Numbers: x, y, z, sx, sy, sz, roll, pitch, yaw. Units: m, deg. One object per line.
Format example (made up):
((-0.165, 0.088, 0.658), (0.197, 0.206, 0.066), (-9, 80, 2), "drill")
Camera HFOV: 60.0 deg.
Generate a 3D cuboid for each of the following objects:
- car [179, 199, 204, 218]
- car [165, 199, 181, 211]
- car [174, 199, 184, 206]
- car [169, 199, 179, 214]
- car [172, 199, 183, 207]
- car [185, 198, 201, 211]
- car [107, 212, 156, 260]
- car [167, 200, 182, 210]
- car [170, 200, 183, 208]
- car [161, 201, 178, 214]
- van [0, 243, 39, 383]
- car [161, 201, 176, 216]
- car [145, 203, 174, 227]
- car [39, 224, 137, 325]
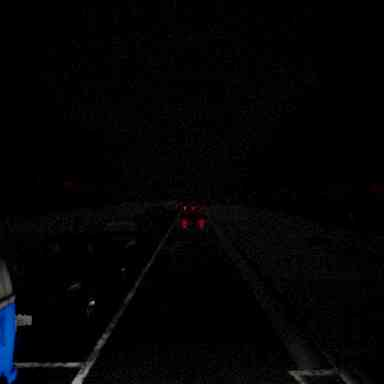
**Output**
((0.100, 1.584, 33.544), (2.097, 1.767, 4.553), (0, -1, 0), "car")
((-2.632, 1.798, 46.099), (1.967, 1.590, 4.097), (1, -1, 0), "car")
((-2.637, 2.176, 68.259), (2.008, 1.369, 4.403), (1, -1, 0), "car")
((-2.629, 1.686, 35.021), (1.967, 1.590, 4.097), (1, -1, 0), "car")
((-2.636, 2.102, 62.718), (1.887, 1.381, 4.507), (1, -1, 0), "car")
((0.096, 1.716, 46.788), (2.097, 1.767, 4.553), (0, -1, 0), "car")
((-2.626, 1.672, 12.864), (1.802, 1.307, 4.206), (1, 0, 0), "car")
((-2.635, 1.973, 51.638), (2.008, 1.369, 4.403), (1, -1, 0), "car")
((-2.636, 2.055, 57.178), (1.947, 1.339, 4.313), (1, -1, 0), "car")
((-2.632, 1.822, 40.389), (1.752, 1.417, 4.829), (1, -1, 0), "car")
((-2.627, 1.358, 1.781), (1.690, 1.788, 3.998), (1, -1, 0), "van")
((-2.630, 1.780, 29.481), (1.802, 1.307, 4.206), (1, 0, 0), "car")
((-2.628, 1.722, 23.941), (1.947, 1.339, 4.313), (1, 0, 0), "car")
((-2.628, 1.624, 7.324), (1.947, 1.339, 4.313), (1, 0, 0), "car")
